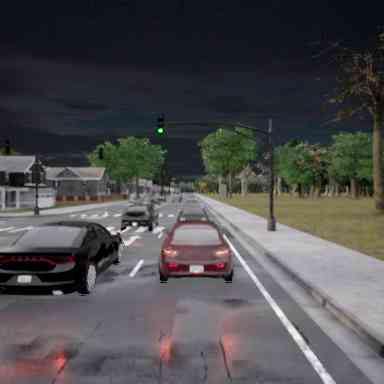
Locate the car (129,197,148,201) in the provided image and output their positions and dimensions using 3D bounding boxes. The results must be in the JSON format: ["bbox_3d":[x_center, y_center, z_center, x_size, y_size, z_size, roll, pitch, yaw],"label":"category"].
[{"bbox_3d":[-6.596,1.591,37.972,1.895,1.301,4.718,0,0,0],"label":"car"}]

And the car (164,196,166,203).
[{"bbox_3d":[-6.497,1.433,70.550,1.882,1.535,5.008,0,0,0],"label":"car"}]

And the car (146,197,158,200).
[{"bbox_3d":[-6.590,1.474,47.998,2.128,1.511,4.902,0,0,0],"label":"car"}]

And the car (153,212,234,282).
[{"bbox_3d":[0.101,1.525,9.608,1.812,1.442,4.674,0,0,0],"label":"car"}]

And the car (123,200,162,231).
[{"bbox_3d":[-3.150,1.504,20.688,1.837,1.490,4.892,0,0,0],"label":"car"}]

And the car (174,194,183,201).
[{"bbox_3d":[-3.246,1.329,79.909,1.812,1.442,4.674,0,0,0],"label":"car"}]

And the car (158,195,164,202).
[{"bbox_3d":[-6.569,1.537,58.032,1.994,1.385,4.181,0,0,0],"label":"car"}]

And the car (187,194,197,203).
[{"bbox_3d":[0.003,1.552,69.934,1.895,1.301,4.718,0,0,0],"label":"car"}]

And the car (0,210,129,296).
[{"bbox_3d":[-3.150,1.477,8.739,1.882,1.535,5.008,0,0,0],"label":"car"}]

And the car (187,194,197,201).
[{"bbox_3d":[0.004,1.330,79.909,2.128,1.511,4.902,0,0,0],"label":"car"}]

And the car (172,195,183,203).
[{"bbox_3d":[-3.247,1.496,69.488,2.033,1.411,5.357,0,0,0],"label":"car"}]

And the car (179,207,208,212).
[{"bbox_3d":[0.086,1.600,21.329,1.895,1.301,4.718,0,0,0],"label":"car"}]
